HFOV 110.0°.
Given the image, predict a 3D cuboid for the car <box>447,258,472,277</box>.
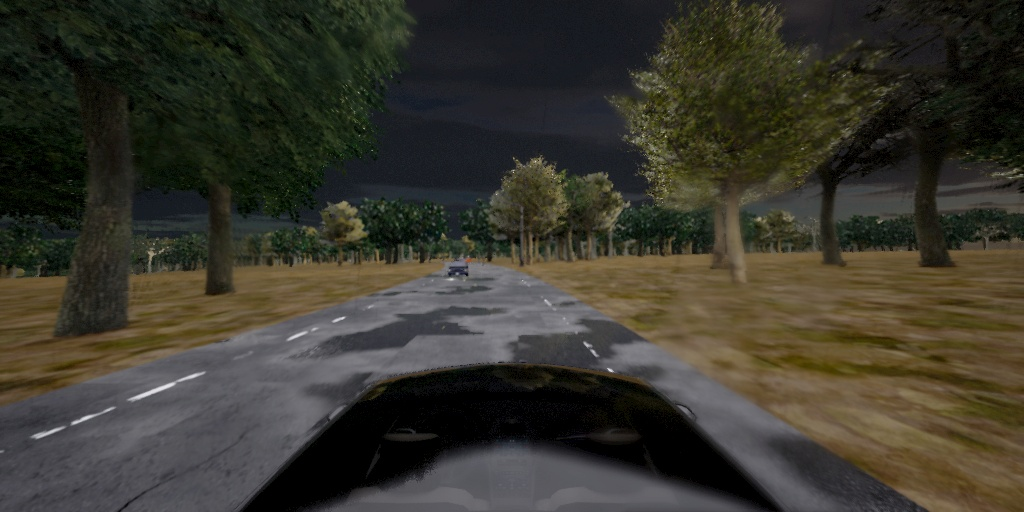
[{"bbox_3d":[-5.041,1.191,34.310,2.033,1.411,5.357,0,0,-5],"label":"car"}]
